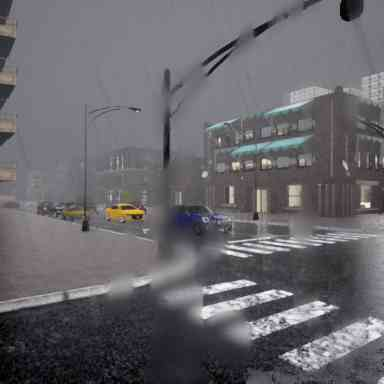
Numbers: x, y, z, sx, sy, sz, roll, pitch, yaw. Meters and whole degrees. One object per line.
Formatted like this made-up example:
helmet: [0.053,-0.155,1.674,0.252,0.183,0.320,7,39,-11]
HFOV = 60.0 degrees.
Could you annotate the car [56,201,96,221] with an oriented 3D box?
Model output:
car: [-10.784,1.872,30.802,1.752,1.417,4.829,-1,0,-36]

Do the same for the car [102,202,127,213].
car: [-10.585,2.089,45.070,1.802,1.307,4.206,-1,0,-36]

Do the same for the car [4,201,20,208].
car: [-33.918,2.376,63.321,1.887,1.381,4.507,-1,0,-36]

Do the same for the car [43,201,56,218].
car: [-14.139,1.968,35.591,2.008,1.369,4.403,-1,0,-36]

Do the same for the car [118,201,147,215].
car: [-7.271,1.879,40.464,1.967,1.590,4.097,-1,0,-36]

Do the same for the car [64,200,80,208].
car: [-22.732,2.296,62.883,1.812,1.442,4.674,0,-1,-36]

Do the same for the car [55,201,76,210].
car: [-20.920,2.218,54.929,2.033,1.411,5.357,0,-1,-36]

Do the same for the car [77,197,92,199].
car: [-18.717,1.913,57.190,2.150,2.045,5.566,0,-1,-36]

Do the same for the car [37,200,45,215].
car: [-17.410,1.926,40.232,1.967,1.590,4.097,-1,0,-36]

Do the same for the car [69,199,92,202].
car: [-13.971,1.968,39.890,1.837,1.490,4.892,0,0,-35]

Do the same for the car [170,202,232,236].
car: [0.299,1.524,19.885,2.097,1.767,4.553,0,-1,-36]

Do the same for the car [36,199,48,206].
car: [-37.079,2.589,82.166,1.752,1.417,4.829,-1,0,-36]

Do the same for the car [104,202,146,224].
car: [-5.748,1.773,28.351,1.882,1.535,5.008,0,-1,-36]

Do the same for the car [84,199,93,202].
car: [-14.884,2.050,46.555,1.837,1.490,4.892,0,-1,-35]

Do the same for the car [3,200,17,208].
car: [-37.218,2.452,67.941,2.008,1.369,4.403,-1,0,-36]
